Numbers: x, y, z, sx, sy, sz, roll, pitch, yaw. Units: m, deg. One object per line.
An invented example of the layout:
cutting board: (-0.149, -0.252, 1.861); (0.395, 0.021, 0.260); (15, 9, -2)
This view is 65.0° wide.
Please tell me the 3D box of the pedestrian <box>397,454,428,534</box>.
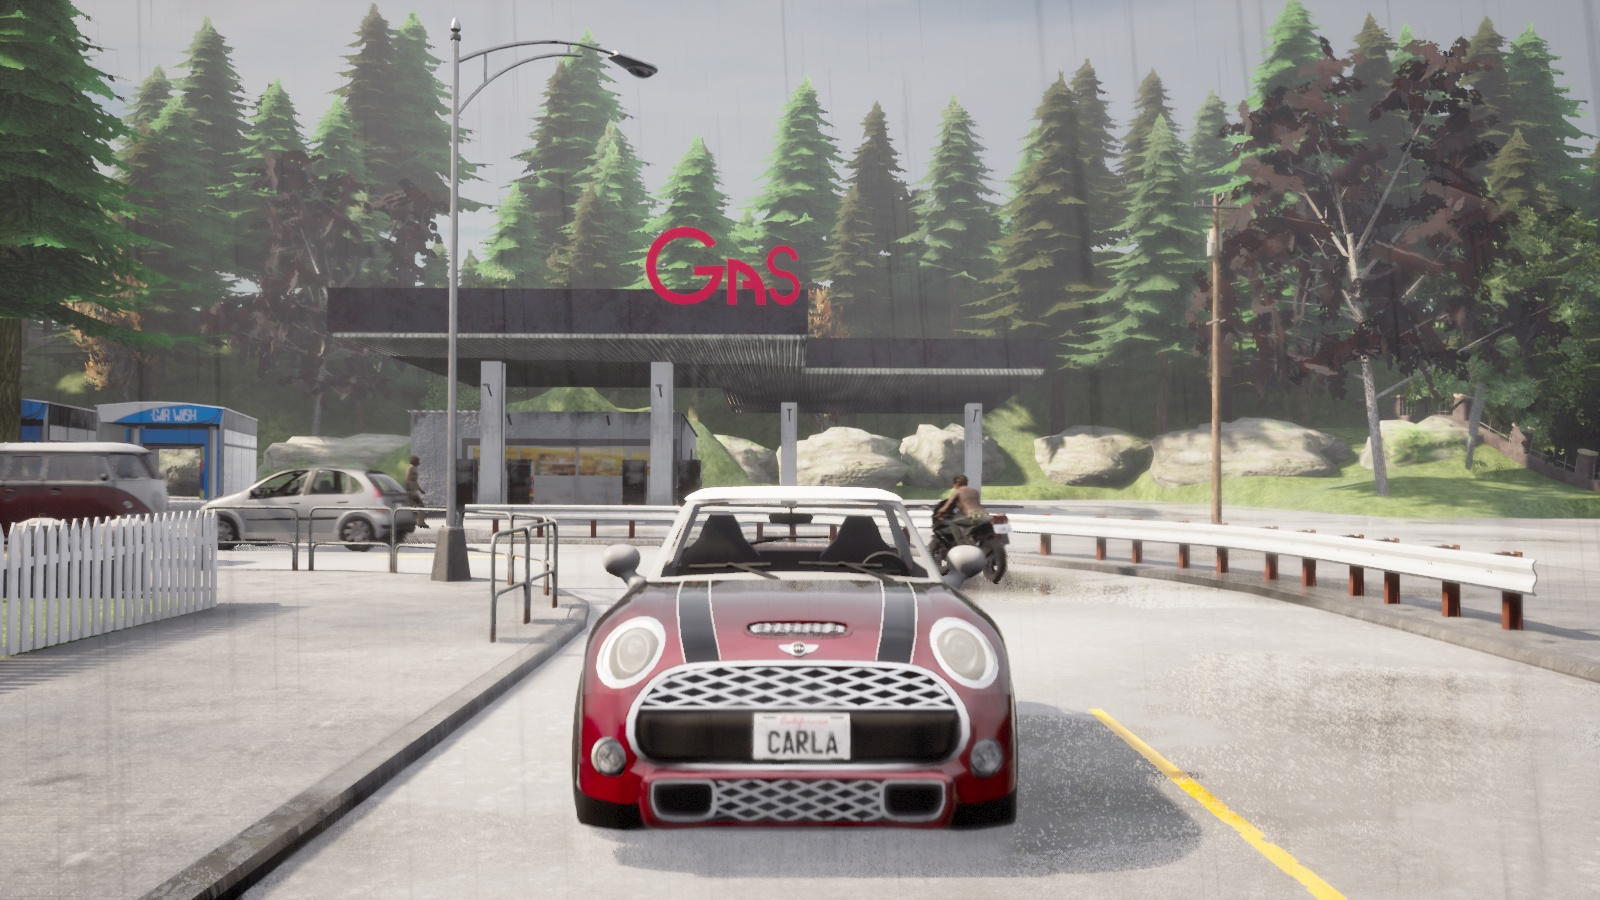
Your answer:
pedestrian: (-9.442, 1.076, 30.598); (0.692, 1.930, 0.396); (0, -1, -11)

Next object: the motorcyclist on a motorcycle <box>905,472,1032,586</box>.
motorcyclist on a motorcycle: (2.402, 1.095, 18.171); (0.797, 1.523, 2.044); (-1, 0, -25)

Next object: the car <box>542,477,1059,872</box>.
car: (-0.029, 0.893, 6.702); (1.970, 1.475, 3.806); (0, -1, -1)

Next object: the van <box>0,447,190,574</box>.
van: (-12.641, 0.964, 20.566); (4.442, 1.987, 1.775); (0, -1, 0)

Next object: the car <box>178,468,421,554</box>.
car: (-9.697, 1.164, 24.528); (3.988, 1.617, 1.851); (0, -1, 4)
